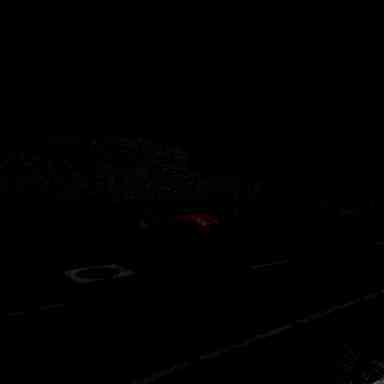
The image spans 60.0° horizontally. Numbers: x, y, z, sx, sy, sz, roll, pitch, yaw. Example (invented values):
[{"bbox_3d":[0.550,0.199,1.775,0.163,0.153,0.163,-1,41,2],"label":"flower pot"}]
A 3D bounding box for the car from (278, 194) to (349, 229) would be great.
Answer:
[{"bbox_3d":[6.638,1.176,21.324,5.566,2.045,2.435,-1,0,34],"label":"car"}]

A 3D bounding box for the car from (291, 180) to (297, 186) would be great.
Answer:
[{"bbox_3d":[24.275,-2.055,77.601,1.946,1.575,5.366,7,3,35],"label":"car"}]

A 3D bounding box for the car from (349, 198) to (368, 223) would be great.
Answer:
[{"bbox_3d":[8.955,1.420,23.156,5.366,1.575,1.946,-1,0,34],"label":"car"}]

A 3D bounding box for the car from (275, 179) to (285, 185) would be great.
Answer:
[{"bbox_3d":[22.439,-2.286,79.918,2.002,1.452,4.674,7,4,35],"label":"car"}]

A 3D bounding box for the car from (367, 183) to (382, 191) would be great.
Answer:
[{"bbox_3d":[34.578,-0.670,62.670,2.435,2.045,5.566,7,3,35],"label":"car"}]

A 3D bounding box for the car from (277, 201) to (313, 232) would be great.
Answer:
[{"bbox_3d":[4.197,1.463,19.576,4.792,1.488,2.163,-1,0,34],"label":"car"}]

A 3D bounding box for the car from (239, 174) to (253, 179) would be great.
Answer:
[{"bbox_3d":[15.571,-3.419,89.876,1.946,1.575,5.366,7,3,34],"label":"car"}]

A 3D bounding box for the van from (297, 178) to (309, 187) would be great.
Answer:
[{"bbox_3d":[25.854,-2.006,74.872,1.878,1.987,4.442,7,4,35],"label":"van"}]

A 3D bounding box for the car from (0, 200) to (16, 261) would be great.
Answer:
[{"bbox_3d":[-8.012,1.243,10.847,5.566,2.045,2.435,-1,0,34],"label":"car"}]

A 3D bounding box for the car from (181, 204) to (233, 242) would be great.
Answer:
[{"bbox_3d":[-0.684,1.326,16.095,4.553,1.767,2.185,-1,-1,34],"label":"car"}]

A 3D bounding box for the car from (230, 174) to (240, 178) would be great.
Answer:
[{"bbox_3d":[13.715,-3.940,92.131,2.435,2.045,5.566,7,4,34],"label":"car"}]

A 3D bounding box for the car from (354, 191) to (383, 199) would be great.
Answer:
[{"bbox_3d":[13.983,1.157,26.549,5.566,2.045,2.435,-1,0,35],"label":"car"}]

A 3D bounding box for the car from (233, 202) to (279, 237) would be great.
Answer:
[{"bbox_3d":[1.780,1.443,17.825,4.892,1.521,2.231,-1,-1,34],"label":"car"}]

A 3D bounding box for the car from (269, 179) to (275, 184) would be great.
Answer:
[{"bbox_3d":[20.692,-2.560,82.376,2.002,1.452,4.674,7,3,35],"label":"car"}]

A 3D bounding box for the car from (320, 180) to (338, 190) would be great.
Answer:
[{"bbox_3d":[29.353,-1.235,70.046,2.231,1.521,4.892,7,3,35],"label":"car"}]

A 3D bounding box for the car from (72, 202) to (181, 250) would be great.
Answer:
[{"bbox_3d":[-3.077,1.337,14.307,4.553,1.767,2.185,-1,0,34],"label":"car"}]

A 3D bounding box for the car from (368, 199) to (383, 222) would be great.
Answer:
[{"bbox_3d":[11.559,1.454,24.788,4.674,1.452,2.002,-1,0,35],"label":"car"}]

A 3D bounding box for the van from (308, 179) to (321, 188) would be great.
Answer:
[{"bbox_3d":[27.588,-1.733,72.404,1.878,1.987,4.442,7,4,35],"label":"van"}]
